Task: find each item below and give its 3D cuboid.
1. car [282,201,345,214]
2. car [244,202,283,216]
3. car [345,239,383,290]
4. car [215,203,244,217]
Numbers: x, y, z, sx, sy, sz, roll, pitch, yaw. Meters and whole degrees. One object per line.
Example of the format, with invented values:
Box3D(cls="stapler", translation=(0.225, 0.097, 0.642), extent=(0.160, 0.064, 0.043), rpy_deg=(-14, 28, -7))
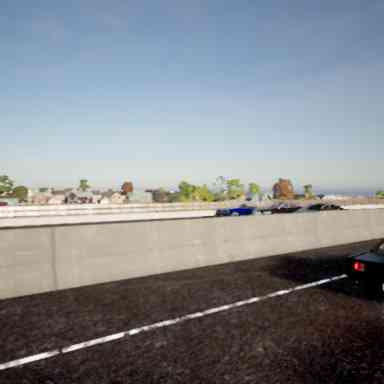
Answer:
Box3D(cls="car", translation=(8.744, 1.509, 22.956), extent=(4.892, 1.490, 1.837), rpy_deg=(0, 0, -35))
Box3D(cls="car", translation=(6.789, 1.495, 25.858), extent=(4.902, 1.511, 2.128), rpy_deg=(0, 0, -35))
Box3D(cls="car", translation=(5.703, 1.600, 7.773), extent=(4.718, 1.301, 1.895), rpy_deg=(0, 0, -35))
Box3D(cls="car", translation=(4.246, 1.603, 28.357), extent=(4.718, 1.301, 1.895), rpy_deg=(0, 0, -35))
